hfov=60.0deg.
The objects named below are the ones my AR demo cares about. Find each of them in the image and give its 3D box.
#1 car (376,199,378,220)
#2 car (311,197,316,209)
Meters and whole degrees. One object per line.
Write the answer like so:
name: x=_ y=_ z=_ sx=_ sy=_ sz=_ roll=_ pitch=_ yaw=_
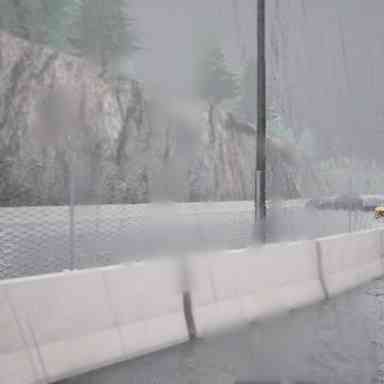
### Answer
car: x=16.888 y=1.487 z=27.869 sx=1.882 sy=1.535 sz=5.008 roll=0 pitch=0 yaw=44
car: x=16.429 y=1.365 z=42.791 sx=2.097 sy=1.767 sz=4.553 roll=0 pitch=0 yaw=41
